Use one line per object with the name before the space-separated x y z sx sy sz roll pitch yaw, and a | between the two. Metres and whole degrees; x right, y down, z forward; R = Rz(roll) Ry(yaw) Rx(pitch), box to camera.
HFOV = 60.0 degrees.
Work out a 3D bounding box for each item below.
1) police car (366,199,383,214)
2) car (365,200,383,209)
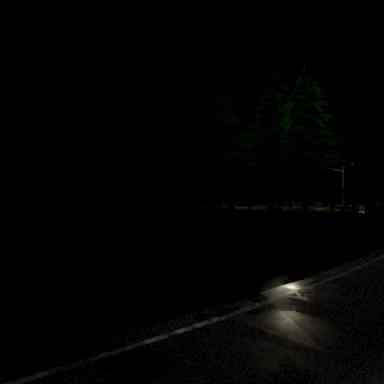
police car | 21.373 1.605 35.911 2.038 1.542 4.974 0 1 -8
car | 18.373 1.572 31.660 2.128 1.511 4.902 0 0 0
